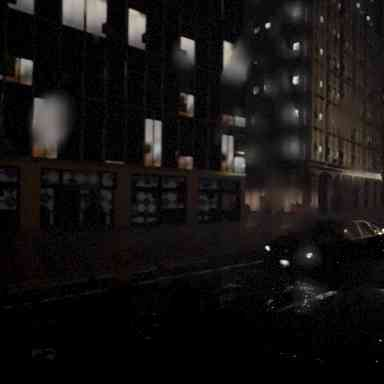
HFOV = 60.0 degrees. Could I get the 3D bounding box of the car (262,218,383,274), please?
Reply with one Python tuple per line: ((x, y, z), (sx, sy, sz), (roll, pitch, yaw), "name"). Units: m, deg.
((4.663, 1.571, 10.866), (5.357, 1.411, 2.033), (0, 0, -38), "car")
